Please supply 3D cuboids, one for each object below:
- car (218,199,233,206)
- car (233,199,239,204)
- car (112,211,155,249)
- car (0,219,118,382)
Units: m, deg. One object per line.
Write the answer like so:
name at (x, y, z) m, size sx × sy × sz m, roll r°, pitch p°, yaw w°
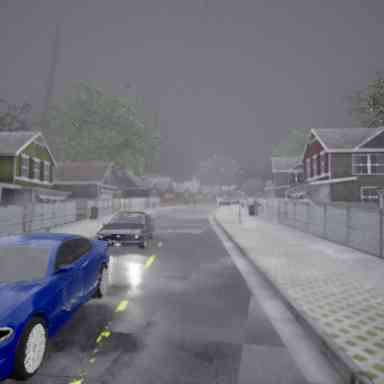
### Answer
car at (7.081, 2.272, 72.485) m, size 1.895 × 1.301 × 4.718 m, roll -1°, pitch -2°, yaw 18°
car at (10.256, 2.442, 82.283) m, size 1.895 × 1.301 × 4.718 m, roll -1°, pitch -2°, yaw 21°
car at (-2.754, 1.590, 15.046) m, size 2.033 × 1.411 × 5.357 m, roll 0°, pitch 0°, yaw 0°
car at (-2.832, 1.490, 5.697) m, size 1.882 × 1.535 × 5.008 m, roll 0°, pitch 0°, yaw 0°
